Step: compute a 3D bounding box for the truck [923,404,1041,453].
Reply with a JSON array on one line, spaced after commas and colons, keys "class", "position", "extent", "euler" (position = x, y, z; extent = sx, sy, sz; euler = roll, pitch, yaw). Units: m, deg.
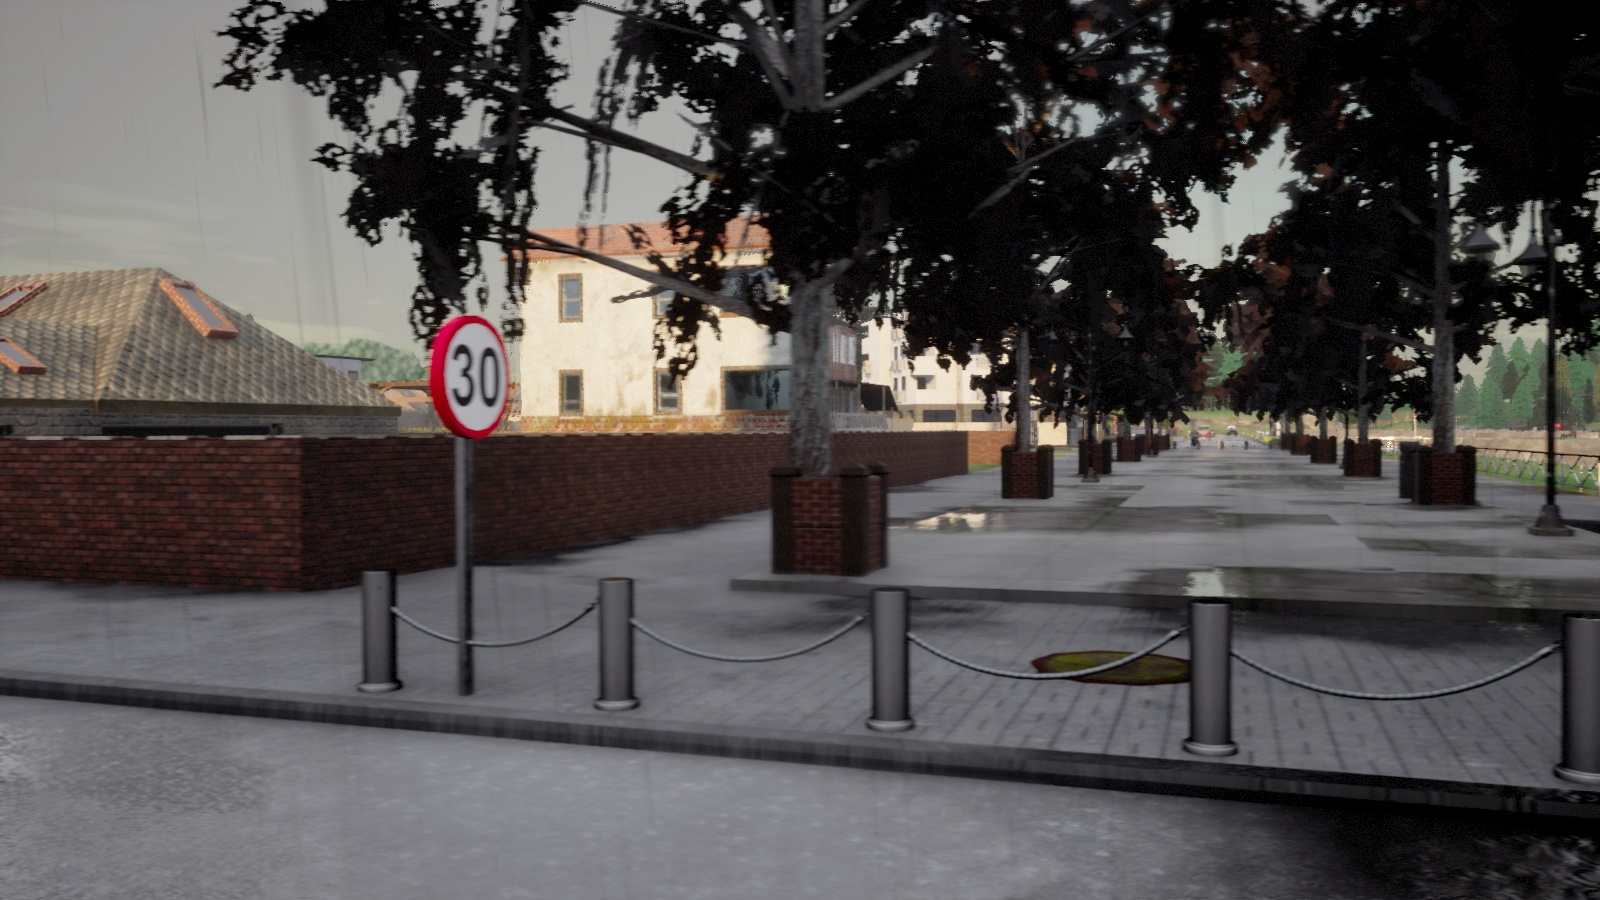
[{"class": "truck", "position": [13.133, -1.557, 90.553], "extent": [7.936, 3.462, 2.891], "euler": [1, 1, 20]}]
